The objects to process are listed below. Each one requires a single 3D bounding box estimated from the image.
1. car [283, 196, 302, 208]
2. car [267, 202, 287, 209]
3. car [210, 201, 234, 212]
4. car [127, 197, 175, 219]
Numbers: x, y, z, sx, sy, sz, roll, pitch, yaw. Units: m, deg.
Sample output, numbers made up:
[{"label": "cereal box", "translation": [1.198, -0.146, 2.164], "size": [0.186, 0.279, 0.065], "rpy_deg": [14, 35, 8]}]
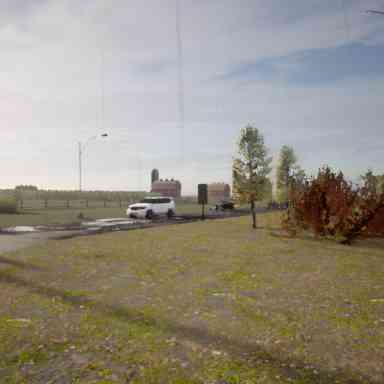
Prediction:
[{"label": "car", "translation": [18.685, 1.782, 61.684], "size": [2.150, 2.045, 5.566], "rpy_deg": [-1, -1, 31]}, {"label": "car", "translation": [13.459, 1.964, 53.157], "size": [1.837, 1.490, 4.892], "rpy_deg": [-1, -1, 32]}, {"label": "car", "translation": [4.113, 1.910, 45.064], "size": [2.128, 1.511, 4.902], "rpy_deg": [-1, -1, 32]}, {"label": "car", "translation": [-3.844, 1.499, 32.367], "size": [2.150, 2.045, 5.566], "rpy_deg": [-1, -1, 32]}]
